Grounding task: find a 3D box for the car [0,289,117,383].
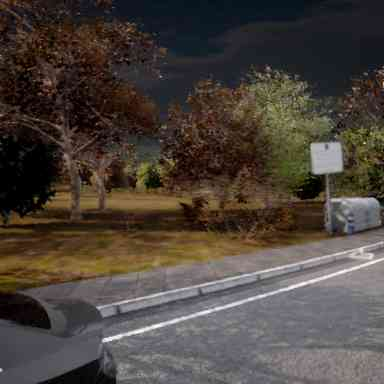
[{"bbox_3d":[-2.912,1.514,1.993,4.892,1.490,1.837,0,0,-36],"label":"car"}]
